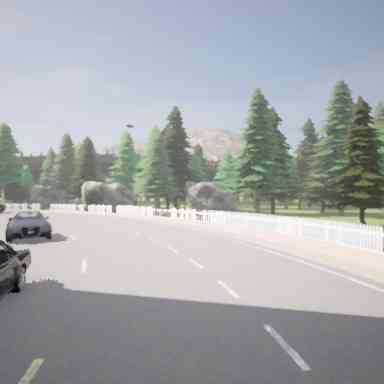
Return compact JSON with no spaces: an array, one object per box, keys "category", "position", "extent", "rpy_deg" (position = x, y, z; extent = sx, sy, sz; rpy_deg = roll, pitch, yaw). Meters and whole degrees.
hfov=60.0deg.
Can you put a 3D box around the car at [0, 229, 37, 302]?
[{"category":"car","position":[-4.531,1.661,6.202],"extent":[1.895,1.301,4.718],"rpy_deg":[0,-1,-13]}]

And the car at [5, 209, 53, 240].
[{"category":"car","position":[-8.533,1.724,17.438],"extent":[1.994,1.385,4.181],"rpy_deg":[0,-1,-28]}]

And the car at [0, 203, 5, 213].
[{"category":"car","position":[-23.688,1.892,36.750],"extent":[5.357,1.411,2.033],"rpy_deg":[0,-1,26]}]
